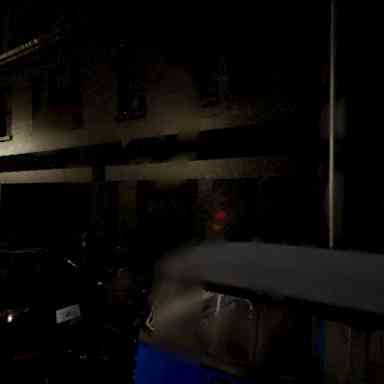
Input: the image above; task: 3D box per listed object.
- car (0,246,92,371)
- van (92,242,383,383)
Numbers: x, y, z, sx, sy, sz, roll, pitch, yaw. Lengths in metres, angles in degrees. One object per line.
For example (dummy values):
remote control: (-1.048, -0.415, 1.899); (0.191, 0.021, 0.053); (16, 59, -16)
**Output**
car: (-3.247, 1.557, 5.391); (4.313, 1.339, 1.947); (0, 0, 35)
van: (1.363, 1.341, 2.106); (3.998, 1.788, 1.690); (0, 0, 35)
